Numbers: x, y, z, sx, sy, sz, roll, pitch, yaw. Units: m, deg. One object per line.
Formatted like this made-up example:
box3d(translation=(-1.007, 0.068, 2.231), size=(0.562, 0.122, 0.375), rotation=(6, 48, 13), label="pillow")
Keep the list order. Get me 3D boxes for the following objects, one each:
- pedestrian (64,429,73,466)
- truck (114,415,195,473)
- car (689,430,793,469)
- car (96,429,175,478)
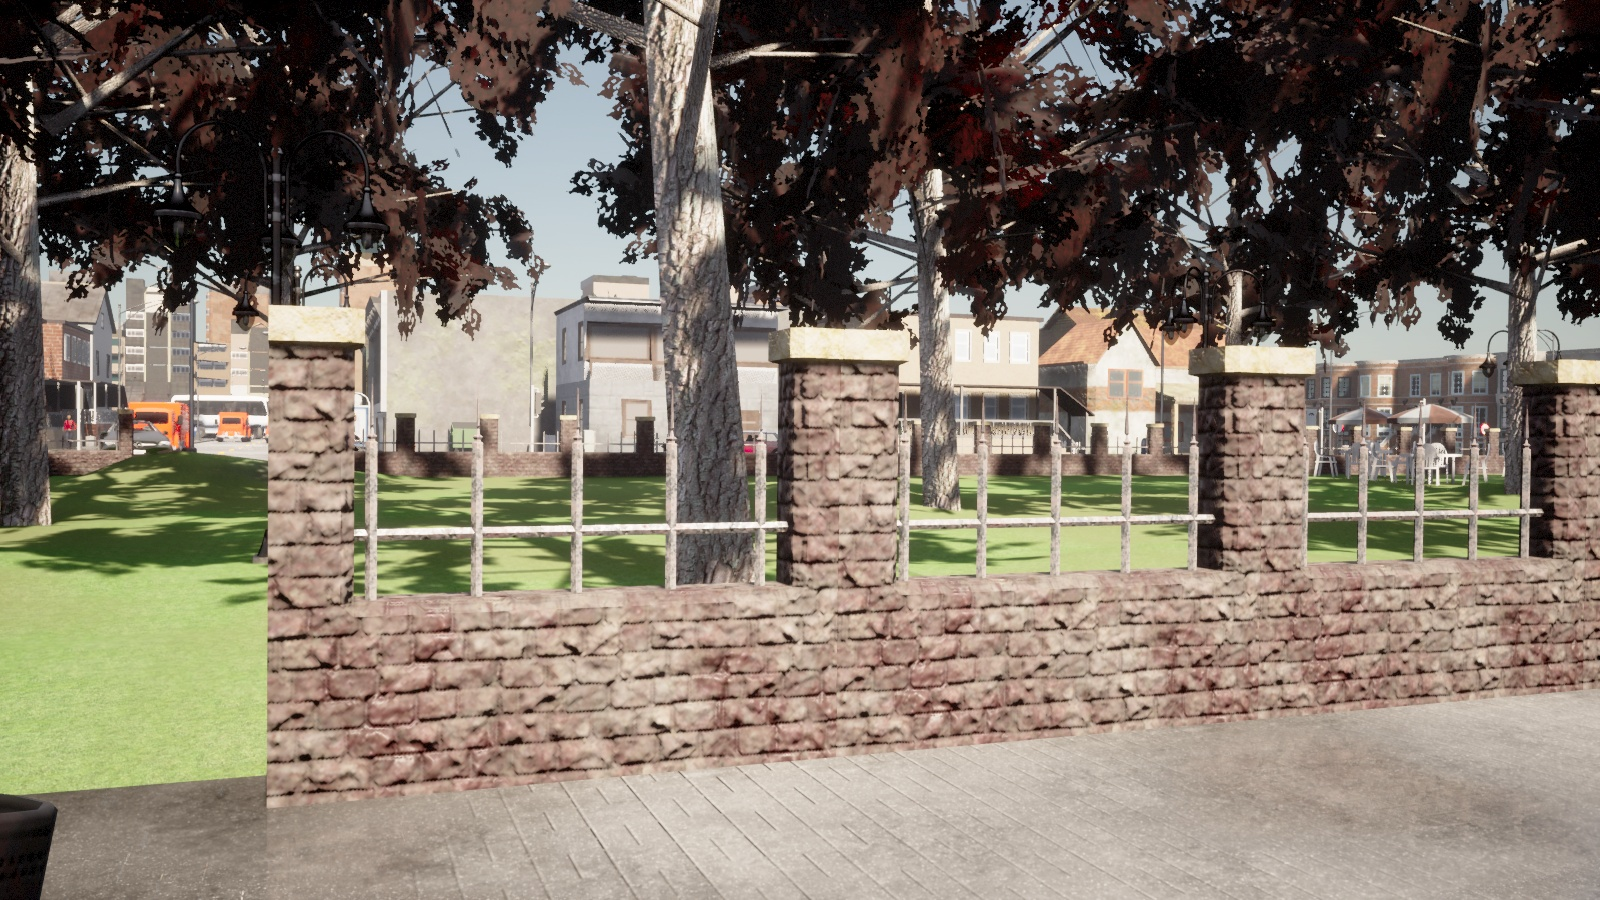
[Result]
box3d(translation=(-37.599, -0.136, 64.552), size=(0.331, 1.846, 0.636), rotation=(-1, 1, -23), label="pedestrian")
box3d(translation=(-28.870, -0.293, 56.326), size=(2.627, 2.467, 5.204), rotation=(-1, 1, -21), label="truck")
box3d(translation=(-2.411, -0.045, 51.313), size=(3.806, 1.475, 1.970), rotation=(-1, 1, -21), label="car")
box3d(translation=(-24.106, 0.098, 45.453), size=(2.152, 1.651, 5.027), rotation=(-1, 1, -32), label="car")
